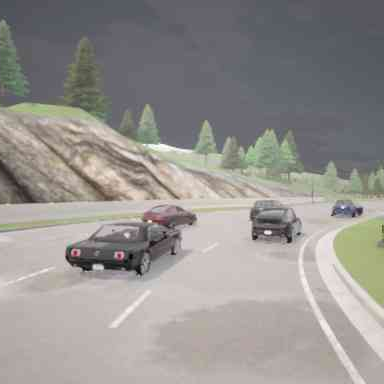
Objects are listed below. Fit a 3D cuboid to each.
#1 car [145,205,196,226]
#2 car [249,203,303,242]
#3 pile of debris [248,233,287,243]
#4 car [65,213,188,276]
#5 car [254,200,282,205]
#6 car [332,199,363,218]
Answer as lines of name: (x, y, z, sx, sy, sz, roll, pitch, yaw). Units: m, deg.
car: (-1.390, 1.512, 20.801, 1.812, 1.442, 4.674, 0, 0, 27)
car: (4.364, 1.544, 16.801, 1.837, 1.490, 4.892, 0, 0, 25)
pile of debris: (3.685, 2.211, 16.105, 1.500, 0.140, 1.860, 1, 0, 25)
car: (-1.775, 1.583, 10.447, 1.895, 1.301, 4.718, 1, 0, 15)
car: (6.344, 1.413, 26.441, 2.097, 1.767, 4.553, 1, 0, 35)
car: (15.443, 1.501, 32.920, 2.097, 1.767, 4.553, 1, 0, 37)
